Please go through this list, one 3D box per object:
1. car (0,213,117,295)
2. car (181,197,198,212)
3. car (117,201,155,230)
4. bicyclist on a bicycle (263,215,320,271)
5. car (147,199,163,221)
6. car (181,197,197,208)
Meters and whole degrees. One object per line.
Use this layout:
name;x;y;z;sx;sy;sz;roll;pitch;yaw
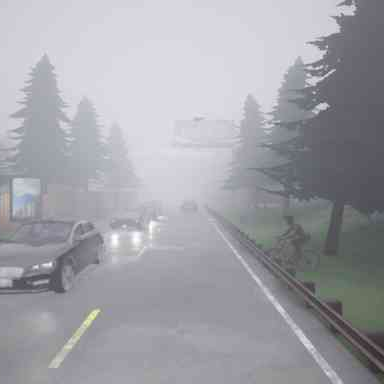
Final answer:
car;-3.684;1.491;8.889;2.128;1.511;4.902;0;0;-1
car;-0.319;1.564;38.634;1.994;1.385;4.181;0;0;-1
car;-3.820;1.547;21.373;2.033;1.411;5.357;0;0;0
bicyclist on a bicycle;2.863;1.497;9.454;1.656;1.620;0.582;4;2;-1
car;-3.794;1.564;27.392;1.994;1.385;4.181;0;0;-1
car;-0.436;1.492;48.638;2.128;1.511;4.902;0;0;-1
